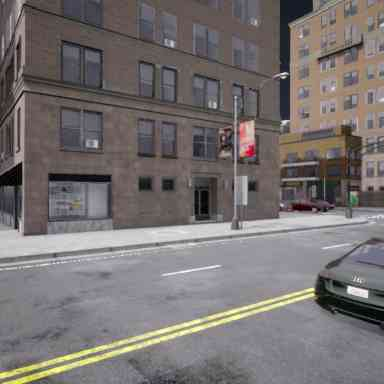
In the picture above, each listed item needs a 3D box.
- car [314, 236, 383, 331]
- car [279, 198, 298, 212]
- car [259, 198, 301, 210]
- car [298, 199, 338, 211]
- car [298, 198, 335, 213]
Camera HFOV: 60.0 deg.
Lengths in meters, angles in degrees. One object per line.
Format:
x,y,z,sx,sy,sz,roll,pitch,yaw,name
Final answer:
4.281,1.564,6.469,4.181,1.385,1.994,0,0,-35,car
9.218,1.419,37.265,1.967,1.590,4.097,0,0,-35,car
11.423,1.546,43.586,2.033,1.411,5.357,0,0,-35,car
15.788,1.576,41.872,1.947,1.339,4.313,0,0,-35,car
12.679,1.467,36.746,1.882,1.535,5.008,0,0,-35,car
